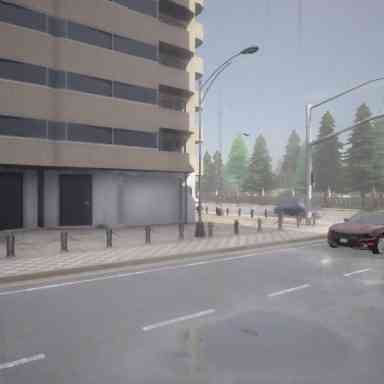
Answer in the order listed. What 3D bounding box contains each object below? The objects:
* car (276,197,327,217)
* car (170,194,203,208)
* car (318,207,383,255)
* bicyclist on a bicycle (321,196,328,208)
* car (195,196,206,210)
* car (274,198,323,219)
[{"bbox_3d":[10.965,1.407,33.501,2.097,1.767,4.553,0,0,-36],"label":"car"},{"bbox_3d":[-0.931,1.276,50.012,2.150,2.045,5.566,0,0,-36],"label":"car"},{"bbox_3d":[7.497,1.477,13.464,5.008,1.535,1.882,0,0,-36],"label":"car"},{"bbox_3d":[17.327,1.356,43.456,1.656,1.620,0.582,0,0,-36],"label":"bicyclist on a bicycle"},{"bbox_3d":[-0.521,1.276,43.447,2.150,2.045,5.566,0,0,-36],"label":"car"},{"bbox_3d":[9.472,1.581,29.593,1.812,1.442,4.674,0,0,-36],"label":"car"}]
